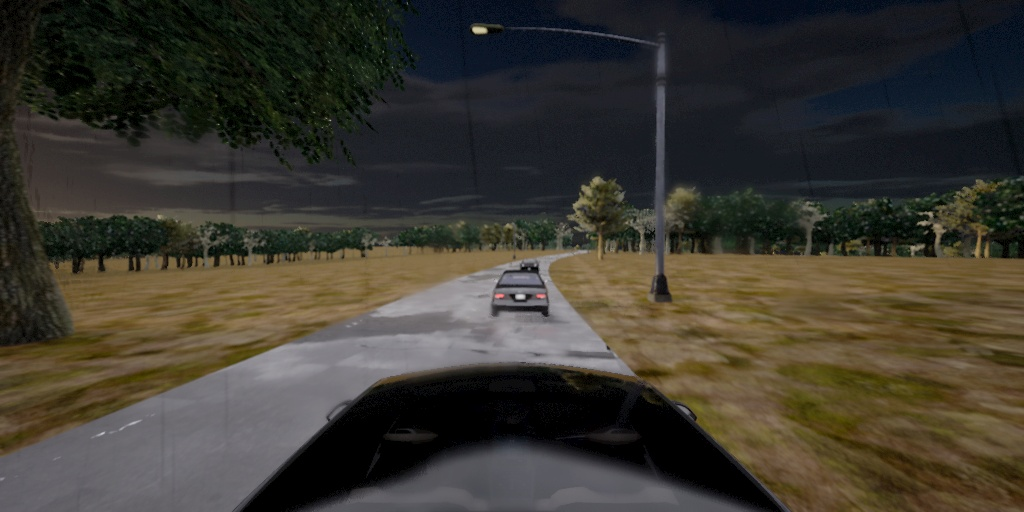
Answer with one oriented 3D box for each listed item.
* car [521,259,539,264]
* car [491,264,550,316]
[{"bbox_3d":[1.919,0.936,37.637,1.895,1.301,4.718,0,1,5],"label":"car"},{"bbox_3d":[0.314,1.179,12.690,2.033,1.411,5.357,0,1,2],"label":"car"}]
